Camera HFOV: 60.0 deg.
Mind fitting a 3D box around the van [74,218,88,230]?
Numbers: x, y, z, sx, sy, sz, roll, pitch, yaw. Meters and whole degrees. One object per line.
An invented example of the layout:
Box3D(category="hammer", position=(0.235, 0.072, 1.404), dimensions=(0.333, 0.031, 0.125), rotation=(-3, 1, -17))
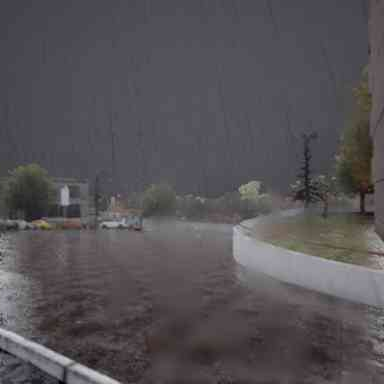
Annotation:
Box3D(category="van", position=(-20.275, 5.256, 55.175), dimensions=(4.442, 1.987, 1.878), rotation=(0, -6, 5))

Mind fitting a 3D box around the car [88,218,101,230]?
Box3D(category="car", position=(-19.122, 5.767, 57.884), dimensions=(4.892, 1.521, 2.231), rotation=(0, -6, 5))

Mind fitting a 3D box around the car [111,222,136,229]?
Box3D(category="car", position=(-14.079, 6.950, 68.804), dimensions=(4.674, 1.452, 2.002), rotation=(0, -6, 5))

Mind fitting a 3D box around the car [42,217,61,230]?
Box3D(category="car", position=(-23.110, 4.905, 49.705), dimensions=(5.366, 1.575, 1.946), rotation=(0, -6, 5))

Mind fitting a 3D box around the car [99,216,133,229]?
Box3D(category="car", position=(-15.362, 6.374, 66.100), dimensions=(5.566, 2.045, 2.435), rotation=(0, -6, 5))

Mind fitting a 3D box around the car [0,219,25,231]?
Box3D(category="car", position=(-25.443, 4.375, 44.212), dimensions=(4.674, 1.452, 2.002), rotation=(0, -6, 5))

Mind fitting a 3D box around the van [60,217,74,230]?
Box3D(category="van", position=(-21.540, 4.970, 52.439), dimensions=(4.442, 1.987, 1.878), rotation=(0, -6, 5))

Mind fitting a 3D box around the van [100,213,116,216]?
Box3D(category="van", position=(-23.221, 7.837, 92.595), dimensions=(1.878, 1.987, 4.442), rotation=(0, 1, 10))

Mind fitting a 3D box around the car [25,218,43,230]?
Box3D(category="car", position=(-24.193, 4.662, 46.956), dimensions=(4.674, 1.452, 2.002), rotation=(0, -6, 5))
